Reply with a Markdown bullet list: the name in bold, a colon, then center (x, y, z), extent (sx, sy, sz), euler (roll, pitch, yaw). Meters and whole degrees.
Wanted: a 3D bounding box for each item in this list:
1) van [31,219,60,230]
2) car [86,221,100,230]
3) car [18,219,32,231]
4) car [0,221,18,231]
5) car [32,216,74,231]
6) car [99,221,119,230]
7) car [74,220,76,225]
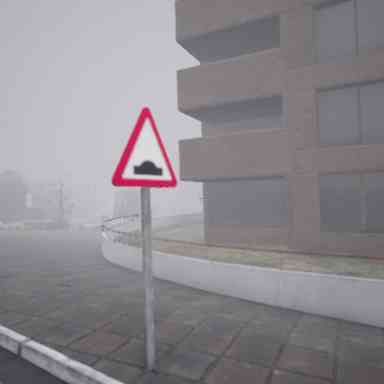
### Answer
- **van**: center (-26.742, 5.968, 60.669), extent (4.442, 1.987, 1.878), euler (-1, -7, 6)
- **car**: center (-20.346, 7.694, 74.201), extent (4.674, 1.452, 2.002), euler (-1, -6, 6)
- **car**: center (-29.653, 5.608, 55.239), extent (5.366, 1.575, 1.946), euler (-1, -6, 6)
- **car**: center (-30.776, 5.357, 52.506), extent (4.674, 1.452, 2.002), euler (-1, -6, 5)
- **car**: center (-23.310, 5.480, 55.974), extent (2.150, 2.045, 5.566), euler (-2, -7, 26)
- **car**: center (-16.686, 7.330, 69.772), extent (1.895, 1.301, 4.718), euler (-2, -7, 25)
- **car**: center (-25.547, 6.487, 63.358), extent (4.892, 1.521, 2.231), euler (-1, -6, 6)
